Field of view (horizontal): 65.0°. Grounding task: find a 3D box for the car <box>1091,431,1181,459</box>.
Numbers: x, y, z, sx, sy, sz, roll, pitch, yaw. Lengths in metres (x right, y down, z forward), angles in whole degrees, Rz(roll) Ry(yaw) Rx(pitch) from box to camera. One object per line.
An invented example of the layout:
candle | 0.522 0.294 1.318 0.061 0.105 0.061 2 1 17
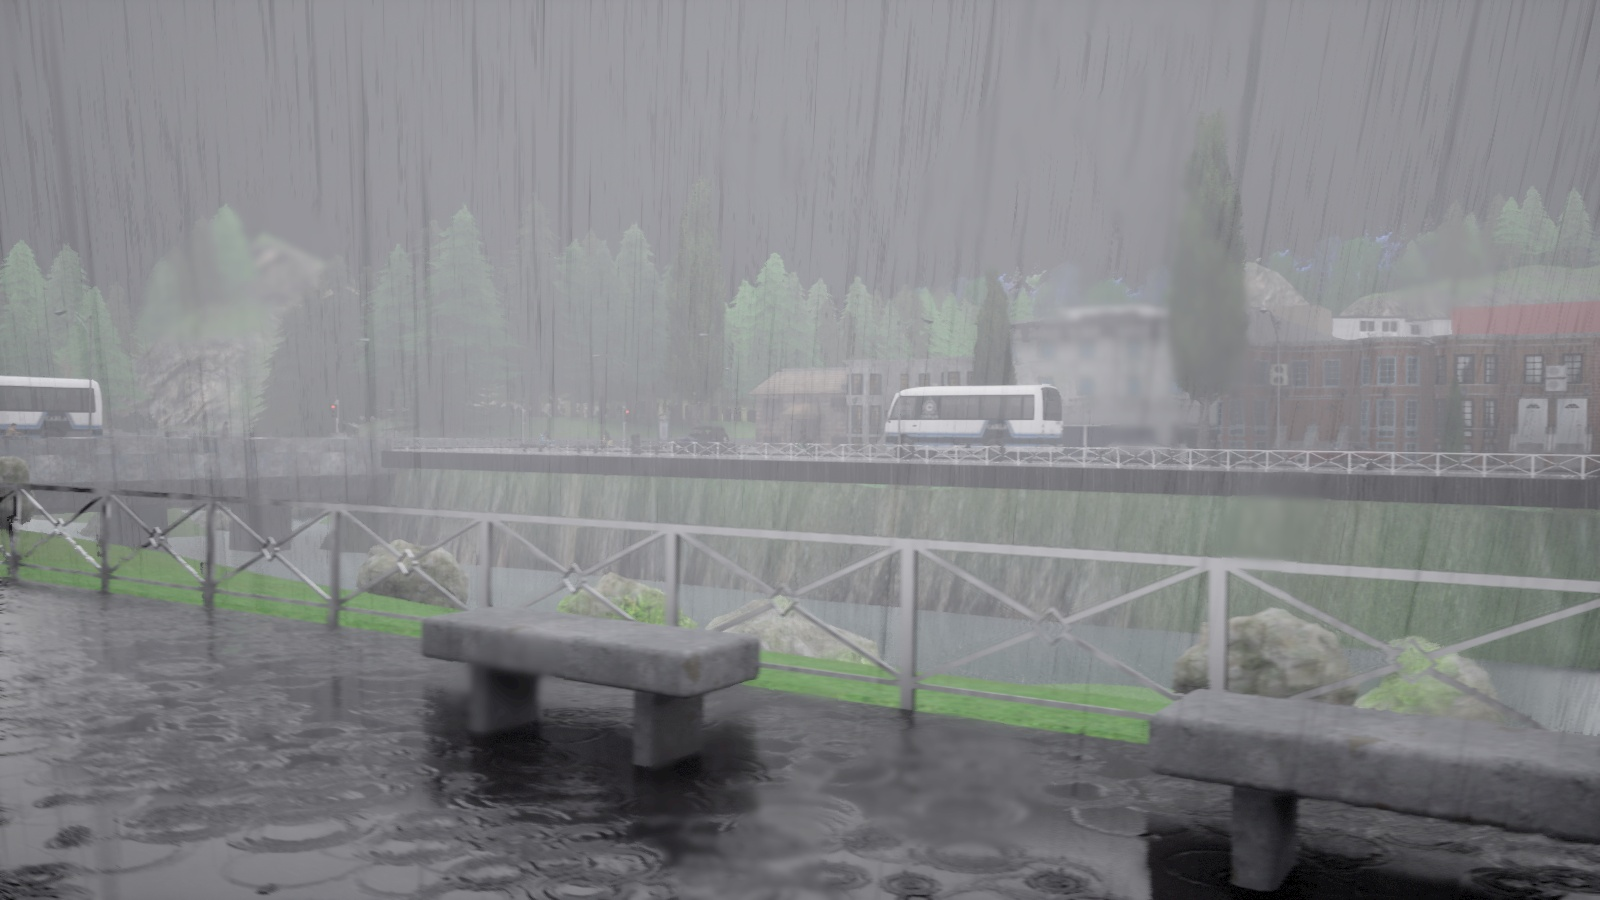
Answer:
car | 17.775 -0.272 66.431 4.181 1.385 1.994 0 1 34

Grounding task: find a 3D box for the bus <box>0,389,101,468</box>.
bus | -44.783 -1.183 69.156 3.944 4.253 10.273 0 1 33

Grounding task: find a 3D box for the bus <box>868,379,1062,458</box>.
bus | 9.360 -1.712 71.991 10.273 4.253 3.944 0 1 33

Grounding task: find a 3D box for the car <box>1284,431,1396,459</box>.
car | 26.145 -0.236 60.877 4.718 1.301 1.895 0 1 34

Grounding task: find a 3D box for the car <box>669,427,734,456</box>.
car | -6.466 -0.540 82.523 3.866 1.878 1.905 0 1 34
